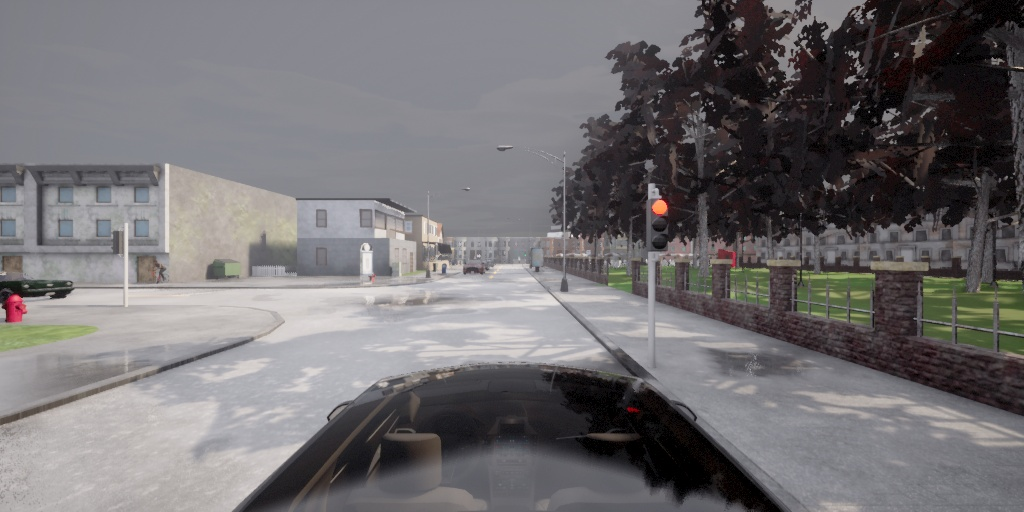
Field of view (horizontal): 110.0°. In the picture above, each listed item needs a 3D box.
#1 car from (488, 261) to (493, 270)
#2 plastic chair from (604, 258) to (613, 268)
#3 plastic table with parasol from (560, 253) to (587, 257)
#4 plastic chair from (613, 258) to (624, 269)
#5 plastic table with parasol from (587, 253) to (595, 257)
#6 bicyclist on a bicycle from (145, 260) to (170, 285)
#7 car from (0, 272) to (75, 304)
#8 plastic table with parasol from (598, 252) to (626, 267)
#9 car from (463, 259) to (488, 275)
[{"bbox_3d":[-4.107,1.297,49.904,2.033,1.411,5.357,0,0,0],"label":"car"},{"bbox_3d":[14.306,1.306,54.128,0.730,1.272,0.750,0,0,-35],"label":"plastic chair"},{"bbox_3d":[9.959,0.684,57.767,2.482,2.480,2.482,0,0,-40],"label":"plastic table with parasol"},{"bbox_3d":[16.012,1.296,54.032,0.750,1.272,0.730,0,0,-40],"label":"plastic chair"},{"bbox_3d":[14.655,0.673,63.244,2.482,2.480,2.482,0,0,-42],"label":"plastic table with parasol"},{"bbox_3d":[-23.866,1.098,24.154,0.582,1.620,1.656,0,0,0],"label":"bicyclist on a bicycle"},{"bbox_3d":[-22.502,1.351,15.756,4.718,1.301,1.895,0,0,0],"label":"car"},{"bbox_3d":[15.279,0.694,55.030,2.482,2.480,2.482,0,0,-40],"label":"plastic table with parasol"},{"bbox_3d":[-4.108,1.102,39.537,2.097,1.767,4.553,0,0,0],"label":"car"}]
